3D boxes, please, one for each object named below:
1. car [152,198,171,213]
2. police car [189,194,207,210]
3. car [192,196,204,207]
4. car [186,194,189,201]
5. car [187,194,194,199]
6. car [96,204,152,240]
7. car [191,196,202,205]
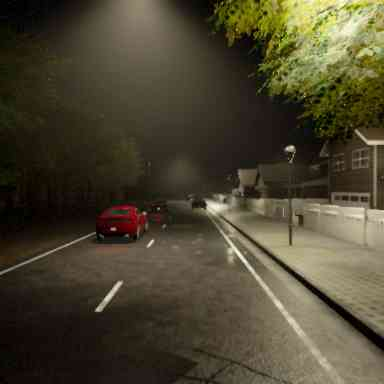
[{"bbox_3d":[-3.546,1.511,37.813,1.837,1.490,4.892,0,0,0],"label":"car"},{"bbox_3d":[0.879,1.430,42.793,1.930,1.638,5.238,0,0,0],"label":"police car"},{"bbox_3d":[0.837,1.452,52.872,1.801,1.575,5.366,0,0,0],"label":"car"},{"bbox_3d":[-0.315,1.318,78.061,1.994,1.385,4.181,0,0,0],"label":"car"},{"bbox_3d":[-0.390,1.188,95.495,2.033,1.411,5.357,0,0,0],"label":"car"},{"bbox_3d":[-3.467,1.478,17.095,1.882,1.535,5.008,0,0,0],"label":"car"},{"bbox_3d":[0.812,1.489,58.681,1.837,1.490,4.892,0,0,0],"label":"car"}]
